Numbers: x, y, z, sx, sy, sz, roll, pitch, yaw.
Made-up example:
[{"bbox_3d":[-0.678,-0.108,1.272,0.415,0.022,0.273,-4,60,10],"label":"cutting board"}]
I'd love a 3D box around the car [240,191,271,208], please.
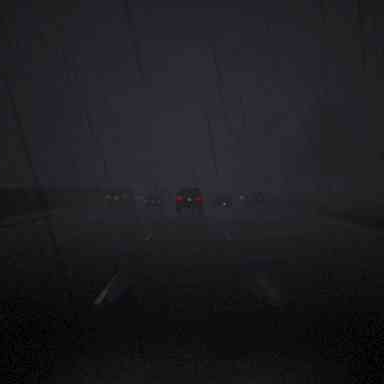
[{"bbox_3d":[6.609,0.699,34.254,2.097,1.767,4.553,0,1,-1],"label":"car"}]

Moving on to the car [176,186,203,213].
[{"bbox_3d":[-0.241,0.665,29.308,2.150,2.045,5.566,0,1,-1],"label":"car"}]

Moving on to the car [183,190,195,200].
[{"bbox_3d":[-0.557,0.417,55.924,1.882,1.535,5.008,0,1,-1],"label":"car"}]

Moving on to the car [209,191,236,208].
[{"bbox_3d":[3.150,0.840,35.036,1.837,1.490,4.892,0,1,-1],"label":"car"}]

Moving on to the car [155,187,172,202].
[{"bbox_3d":[-4.023,0.347,46.164,2.150,2.045,5.566,0,1,0],"label":"car"}]

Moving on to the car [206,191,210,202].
[{"bbox_3d":[2.984,0.595,47.858,1.837,1.490,4.892,0,1,0],"label":"car"}]

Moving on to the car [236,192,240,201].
[{"bbox_3d":[6.486,0.685,45.401,2.033,1.411,5.357,0,1,0],"label":"car"}]

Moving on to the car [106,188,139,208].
[{"bbox_3d":[-7.306,0.568,34.568,2.150,2.045,5.566,0,1,-1],"label":"car"}]

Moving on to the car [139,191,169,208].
[{"bbox_3d":[-3.801,0.894,34.439,2.033,1.411,5.357,0,1,-1],"label":"car"}]
